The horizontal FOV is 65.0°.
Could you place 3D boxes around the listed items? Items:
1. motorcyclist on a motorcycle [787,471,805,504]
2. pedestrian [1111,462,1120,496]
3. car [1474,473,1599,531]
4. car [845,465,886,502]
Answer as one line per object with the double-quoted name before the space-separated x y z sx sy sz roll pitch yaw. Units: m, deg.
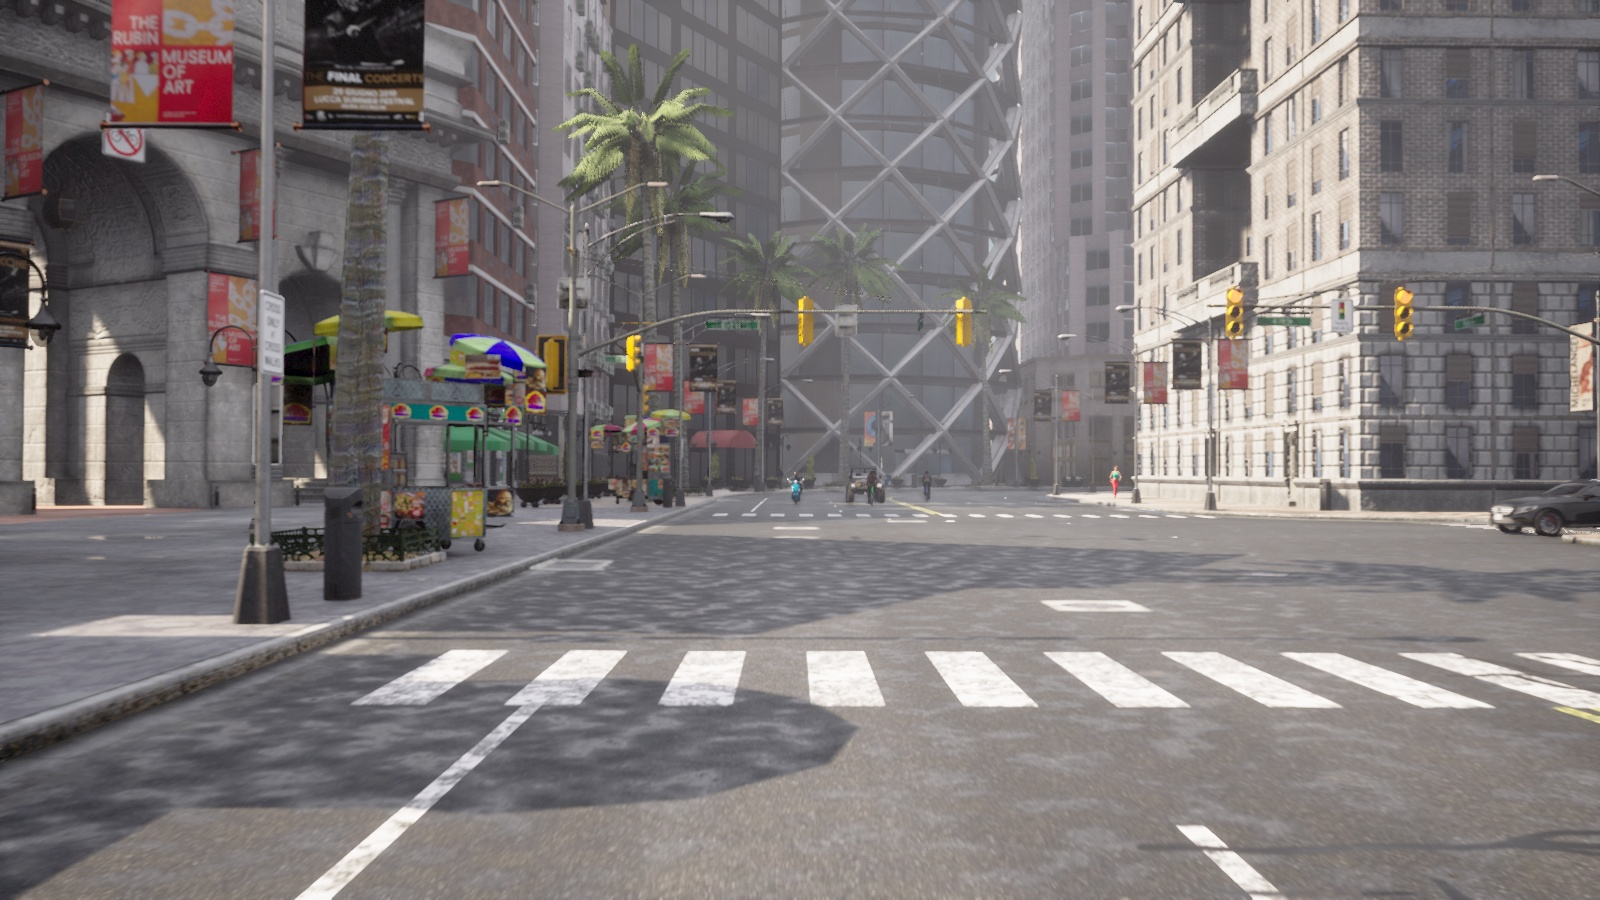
"motorcyclist on a motorcycle" -0.190 1.832 61.615 0.866 1.590 1.817 0 -1 -1
"pedestrian" 17.215 1.584 68.507 0.345 1.836 0.594 0 -1 2
"car" 20.289 1.321 32.525 4.674 1.442 1.812 0 -1 -1
"car" 3.346 1.714 64.737 1.905 1.878 3.866 0 -1 0
